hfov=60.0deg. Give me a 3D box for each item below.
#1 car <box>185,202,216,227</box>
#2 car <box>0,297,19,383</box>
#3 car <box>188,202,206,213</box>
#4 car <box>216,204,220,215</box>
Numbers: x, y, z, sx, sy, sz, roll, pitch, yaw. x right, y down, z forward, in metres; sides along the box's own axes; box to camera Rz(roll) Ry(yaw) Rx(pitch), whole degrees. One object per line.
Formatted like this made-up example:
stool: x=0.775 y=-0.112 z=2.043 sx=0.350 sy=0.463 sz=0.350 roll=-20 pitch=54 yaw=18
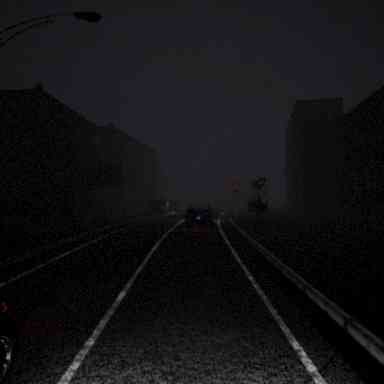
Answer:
car: x=0.584 y=1.560 z=23.599 sx=1.882 sy=1.535 sz=5.008 roll=0 pitch=-2 yaw=4
car: x=-3.083 y=1.549 z=2.298 sx=1.994 sy=1.385 sz=4.181 roll=0 pitch=0 yaw=0
car: x=0.845 y=2.303 z=50.375 sx=1.882 sy=1.535 sz=5.008 roll=-1 pitch=-2 yaw=12
car: x=2.400 y=2.059 z=40.733 sx=1.812 sy=1.442 sz=4.674 roll=-1 pitch=-2 yaw=8
